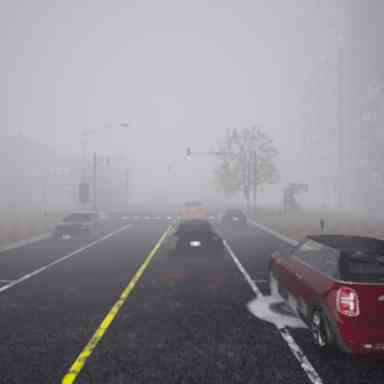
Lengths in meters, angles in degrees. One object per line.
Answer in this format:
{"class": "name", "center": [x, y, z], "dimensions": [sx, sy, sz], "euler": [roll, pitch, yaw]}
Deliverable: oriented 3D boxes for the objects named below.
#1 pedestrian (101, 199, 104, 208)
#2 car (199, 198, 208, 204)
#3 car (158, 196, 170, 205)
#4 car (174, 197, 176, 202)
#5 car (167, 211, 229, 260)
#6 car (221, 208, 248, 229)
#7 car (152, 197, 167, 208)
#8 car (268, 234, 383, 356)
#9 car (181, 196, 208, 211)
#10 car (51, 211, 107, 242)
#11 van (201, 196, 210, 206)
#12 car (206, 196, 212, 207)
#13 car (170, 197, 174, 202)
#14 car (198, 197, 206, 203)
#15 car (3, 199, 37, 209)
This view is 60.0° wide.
{"class": "pedestrian", "center": [-12.738, 1.620, 47.235], "dimensions": [0.375, 1.300, 0.375], "euler": [0, -1, -1]}
{"class": "car", "center": [2.711, 2.049, 77.433], "dimensions": [2.008, 1.369, 4.403], "euler": [0, 0, 0]}
{"class": "car", "center": [-5.671, 1.705, 60.780], "dimensions": [2.192, 1.841, 5.009], "euler": [0, 0, 0]}
{"class": "car", "center": [-5.666, 2.094, 88.364], "dimensions": [1.752, 1.417, 4.829], "euler": [0, 0, 0]}
{"class": "car", "center": [0.106, 1.647, 12.748], "dimensions": [1.994, 1.385, 4.181], "euler": [0, 0, 0]}
{"class": "car", "center": [2.700, 1.713, 22.751], "dimensions": [1.947, 1.339, 4.313], "euler": [0, 0, 0]}
{"class": "car", "center": [-5.674, 1.936, 55.228], "dimensions": [1.802, 1.307, 4.206], "euler": [0, 0, 0]}
{"class": "car", "center": [2.697, 1.481, 6.134], "dimensions": [1.967, 1.590, 4.097], "euler": [0, 0, 0]}
{"class": "car", "center": [0.109, 1.546, 30.311], "dimensions": [2.097, 1.767, 4.553], "euler": [0, -1, 0]}
{"class": "car", "center": [-5.682, 1.677, 17.213], "dimensions": [1.947, 1.339, 4.313], "euler": [0, 0, 0]}
{"class": "van", "center": [2.710, 1.767, 66.332], "dimensions": [1.690, 1.788, 3.998], "euler": [0, 0, 0]}
{"class": "car", "center": [2.708, 1.917, 60.950], "dimensions": [1.752, 1.417, 4.829], "euler": [0, 0, 0]}
{"class": "car", "center": [-5.670, 2.012, 71.881], "dimensions": [2.008, 1.369, 4.403], "euler": [0, 0, 0]}
{"class": "car", "center": [2.714, 2.135, 88.534], "dimensions": [1.947, 1.339, 4.313], "euler": [0, 0, 0]}
{"class": "car", "center": [-22.803, 1.621, 44.158], "dimensions": [4.206, 1.307, 1.802], "euler": [1, -1, -1]}
